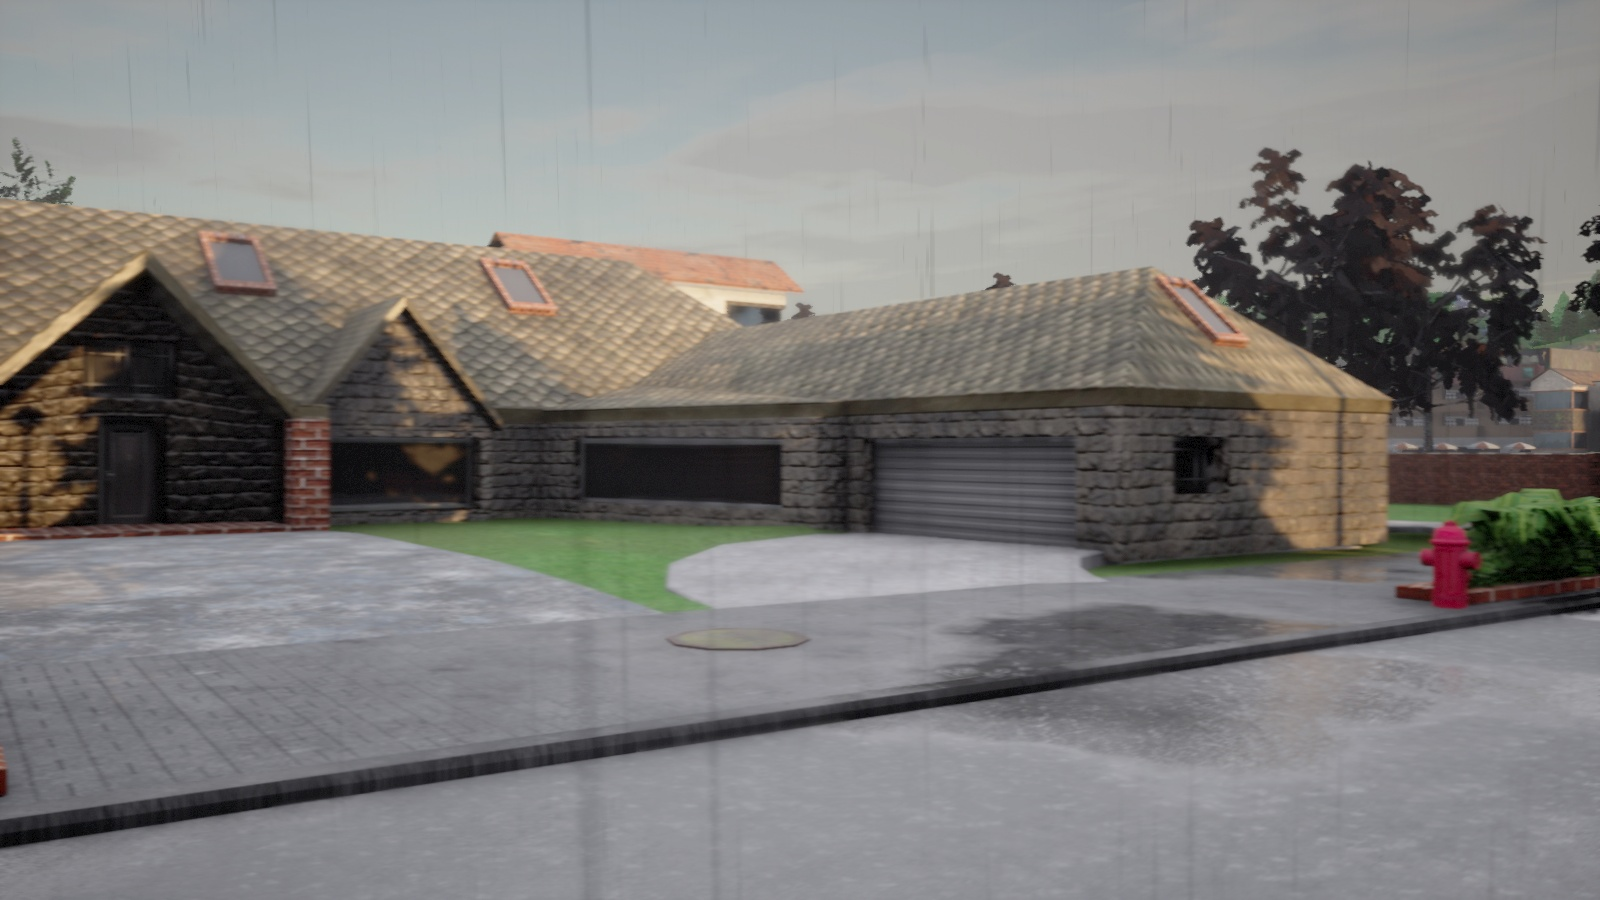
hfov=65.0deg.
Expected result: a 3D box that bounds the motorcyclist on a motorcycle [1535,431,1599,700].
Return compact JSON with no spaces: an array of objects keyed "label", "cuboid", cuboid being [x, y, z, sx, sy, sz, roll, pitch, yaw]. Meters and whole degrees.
[{"label":"motorcyclist on a motorcycle","cuboid":[5.870,0.704,8.358,2.350,1.649,0.766,0,0,-35]}]
